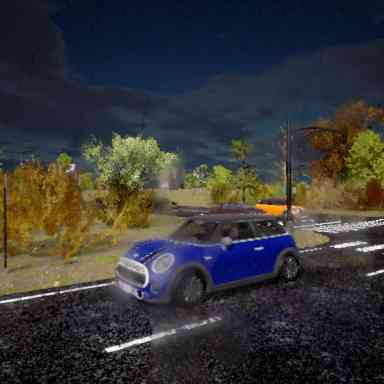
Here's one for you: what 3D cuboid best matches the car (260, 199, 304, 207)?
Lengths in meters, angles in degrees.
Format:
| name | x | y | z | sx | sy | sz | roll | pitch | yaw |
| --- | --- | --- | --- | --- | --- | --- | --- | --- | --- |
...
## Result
| name | x | y | z | sx | sy | sz | roll | pitch | yaw |
| --- | --- | --- | --- | --- | --- | --- | --- | --- | --- |
| car | 7.322 | 1.347 | 27.462 | 2.097 | 1.767 | 4.553 | 0 | 0 | -38 |

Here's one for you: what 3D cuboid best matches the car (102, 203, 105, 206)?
| name | x | y | z | sx | sy | sz | roll | pitch | yaw |
| --- | --- | --- | --- | --- | --- | --- | --- | --- | --- |
| car | -14.774 | 1.523 | 55.729 | 1.812 | 1.442 | 4.674 | 0 | 0 | -38 |

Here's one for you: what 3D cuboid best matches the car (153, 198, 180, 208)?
| name | x | y | z | sx | sy | sz | roll | pitch | yaw |
| --- | --- | --- | --- | --- | --- | --- | --- | --- | --- |
| car | -3.409 | 1.479 | 41.118 | 1.837 | 1.490 | 4.892 | 0 | 0 | -38 |

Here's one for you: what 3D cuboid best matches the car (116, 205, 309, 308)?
| name | x | y | z | sx | sy | sz | roll | pitch | yaw |
| --- | --- | --- | --- | --- | --- | --- | --- | --- | --- |
| car | 0.506 | 1.351 | 8.057 | 4.553 | 1.767 | 2.097 | 0 | 0 | -36 |

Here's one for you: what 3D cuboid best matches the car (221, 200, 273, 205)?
| name | x | y | z | sx | sy | sz | roll | pitch | yaw |
| --- | --- | --- | --- | --- | --- | --- | --- | --- | --- |
| car | 3.585 | 1.559 | 26.957 | 2.033 | 1.411 | 5.357 | 0 | 0 | -38 |
